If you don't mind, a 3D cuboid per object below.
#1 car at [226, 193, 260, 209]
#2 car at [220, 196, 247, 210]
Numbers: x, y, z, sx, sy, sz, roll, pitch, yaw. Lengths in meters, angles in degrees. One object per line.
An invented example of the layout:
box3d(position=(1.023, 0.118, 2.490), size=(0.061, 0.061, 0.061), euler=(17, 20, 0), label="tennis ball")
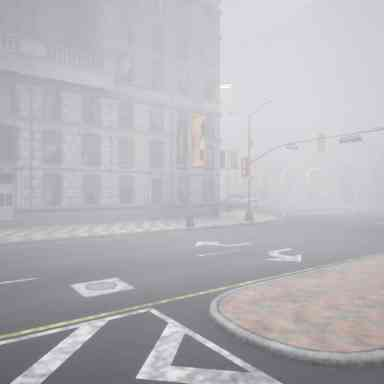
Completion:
box3d(position=(6.866, 1.221, 46.370), size=(2.150, 2.045, 5.566), euler=(0, 0, -37), label="car")
box3d(position=(4.695, 1.564, 43.405), size=(1.994, 1.385, 4.181), euler=(0, 0, -36), label="car")
